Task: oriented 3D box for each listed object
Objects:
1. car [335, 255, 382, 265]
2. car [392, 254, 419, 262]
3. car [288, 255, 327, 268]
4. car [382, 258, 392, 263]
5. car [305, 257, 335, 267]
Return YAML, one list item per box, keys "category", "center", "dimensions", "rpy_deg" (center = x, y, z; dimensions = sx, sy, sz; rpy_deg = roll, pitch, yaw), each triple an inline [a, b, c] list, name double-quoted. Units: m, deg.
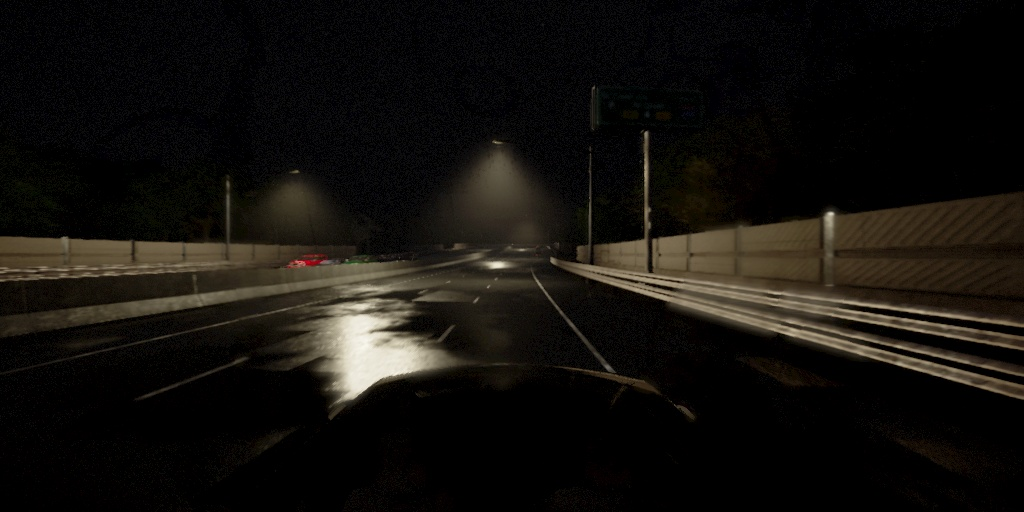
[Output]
- category: "car"
  center: [-16.979, 0.941, 40.095]
  dimensions: [2.150, 2.045, 5.566]
  rpy_deg: [0, 0, 2]
- category: "car"
  center: [-16.295, 0.718, 56.251]
  dimensions: [2.150, 2.045, 5.566]
  rpy_deg: [0, 1, 3]
- category: "car"
  center: [-23.884, 0.914, 42.414]
  dimensions: [2.150, 2.045, 5.566]
  rpy_deg: [0, 0, 2]
- category: "car"
  center: [-19.682, 0.979, 58.398]
  dimensions: [1.812, 1.442, 4.674]
  rpy_deg: [0, 1, 3]
- category: "car"
  center: [-20.468, 1.206, 40.331]
  dimensions: [2.128, 1.511, 4.902]
  rpy_deg: [0, 0, 2]
